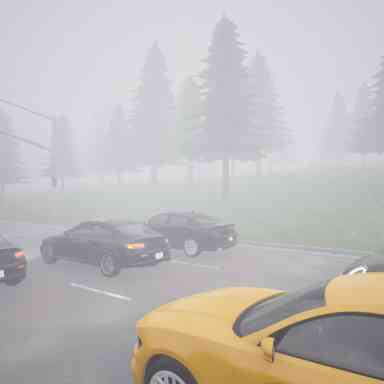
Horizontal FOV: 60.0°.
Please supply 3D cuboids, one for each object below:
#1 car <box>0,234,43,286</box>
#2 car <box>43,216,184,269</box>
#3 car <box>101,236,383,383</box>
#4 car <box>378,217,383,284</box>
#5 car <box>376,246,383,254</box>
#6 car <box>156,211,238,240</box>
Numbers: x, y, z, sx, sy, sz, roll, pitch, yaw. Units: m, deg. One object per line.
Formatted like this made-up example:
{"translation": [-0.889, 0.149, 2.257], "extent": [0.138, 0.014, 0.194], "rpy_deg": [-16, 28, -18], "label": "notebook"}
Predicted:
{"translation": [-5.844, 1.526, 8.137], "extent": [4.674, 1.442, 1.812], "rpy_deg": [0, 0, 36], "label": "car"}
{"translation": [-2.739, 1.526, 10.210], "extent": [4.674, 1.442, 1.812], "rpy_deg": [0, 0, 36], "label": "car"}
{"translation": [1.655, 1.478, 2.812], "extent": [5.008, 1.535, 1.882], "rpy_deg": [0, 0, 36], "label": "car"}
{"translation": [7.150, 1.478, 7.492], "extent": [5.008, 1.535, 1.882], "rpy_deg": [0, 0, 35], "label": "car"}
{"translation": [4.642, 1.352, 4.980], "extent": [4.553, 1.767, 2.097], "rpy_deg": [0, 0, 36], "label": "car"}
{"translation": [-0.654, 1.478, 13.022], "extent": [5.008, 1.535, 1.882], "rpy_deg": [0, 0, 36], "label": "car"}
